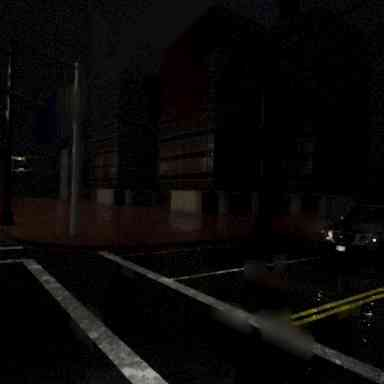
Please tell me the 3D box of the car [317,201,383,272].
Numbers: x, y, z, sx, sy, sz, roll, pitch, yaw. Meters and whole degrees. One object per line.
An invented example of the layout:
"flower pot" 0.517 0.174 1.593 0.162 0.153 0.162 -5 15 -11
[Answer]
"car" 6.844 1.464 11.871 5.566 2.045 2.150 2 0 -36
